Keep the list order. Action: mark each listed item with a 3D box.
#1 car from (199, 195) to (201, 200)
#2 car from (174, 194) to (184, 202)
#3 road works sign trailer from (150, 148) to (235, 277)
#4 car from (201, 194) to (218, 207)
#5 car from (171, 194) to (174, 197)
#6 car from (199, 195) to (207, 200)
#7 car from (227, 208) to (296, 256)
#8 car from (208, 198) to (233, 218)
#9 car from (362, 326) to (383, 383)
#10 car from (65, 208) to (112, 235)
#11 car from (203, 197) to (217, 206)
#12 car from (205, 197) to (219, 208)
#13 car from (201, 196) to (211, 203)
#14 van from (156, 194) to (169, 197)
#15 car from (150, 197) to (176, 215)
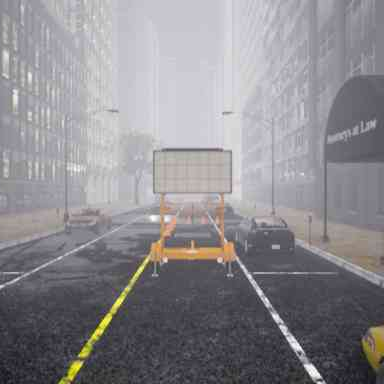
[{"bbox_3d":[2.810,1.260,58.521,2.192,1.841,5.009,0,0,0],"label":"car"},{"bbox_3d":[-2.841,1.475,73.967,1.994,1.385,4.181,0,0,0],"label":"car"},{"bbox_3d":[0.019,0.458,10.228,2.380,3.560,2.880,0,0,0],"label":"road works sign trailer"},{"bbox_3d":[2.785,1.275,47.125,2.192,1.841,5.009,0,0,0],"label":"car"},{"bbox_3d":[-5.544,1.479,69.938,2.008,1.369,4.403,0,0,0],"label":"car"},{"bbox_3d":[2.874,1.423,87.183,1.752,1.417,4.829,0,0,0],"label":"car"},{"bbox_3d":[2.712,1.542,12.936,2.008,1.369,4.403,0,0,0],"label":"car"},{"bbox_3d":[2.749,1.544,30.030,1.947,1.339,4.313,0,0,0],"label":"car"},{"bbox_3d":[2.687,1.524,1.711,1.752,1.417,4.829,0,0,0],"label":"car"},{"bbox_3d":[-5.656,1.570,18.658,1.802,1.307,4.206,0,0,0],"label":"car"},{"bbox_3d":[2.799,1.497,52.822,1.887,1.381,4.507,0,0,0],"label":"car"},{"bbox_3d":[2.762,1.518,35.728,1.887,1.381,4.507,0,0,0],"label":"car"},{"bbox_3d":[2.836,1.473,69.917,1.887,1.381,4.507,0,0,0],"label":"car"},{"bbox_3d":[-5.571,1.286,58.544,1.690,1.788,3.998,0,0,0],"label":"van"},{"bbox_3d":[-3.028,1.539,33.396,1.994,1.385,4.181,0,0,0],"label":"car"}]
